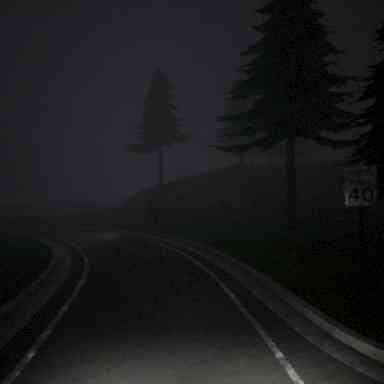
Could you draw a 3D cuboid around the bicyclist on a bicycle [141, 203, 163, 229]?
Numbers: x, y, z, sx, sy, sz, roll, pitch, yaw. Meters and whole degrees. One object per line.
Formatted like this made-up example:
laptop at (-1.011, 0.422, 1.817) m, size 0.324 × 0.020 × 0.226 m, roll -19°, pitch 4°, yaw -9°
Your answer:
bicyclist on a bicycle at (-2.578, 1.530, 21.411) m, size 1.656 × 1.620 × 0.582 m, roll 0°, pitch -1°, yaw -38°
